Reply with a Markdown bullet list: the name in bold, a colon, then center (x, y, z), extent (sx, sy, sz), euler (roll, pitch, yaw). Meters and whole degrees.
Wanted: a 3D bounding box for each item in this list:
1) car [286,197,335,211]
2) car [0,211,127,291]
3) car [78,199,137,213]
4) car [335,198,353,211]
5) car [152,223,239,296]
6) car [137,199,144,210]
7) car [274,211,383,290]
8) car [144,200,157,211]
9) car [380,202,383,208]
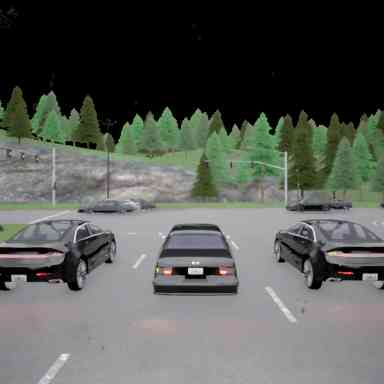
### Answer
- **car**: center (12.571, 1.352, 36.140), extent (4.553, 1.767, 2.097), euler (0, 0, -4)
- **car**: center (-3.401, 1.491, 9.000), extent (2.128, 1.511, 4.902), euler (0, 0, 0)
- **car**: center (-8.519, 1.547, 33.025), extent (5.357, 1.411, 2.033), euler (0, 0, -13)
- **car**: center (16.659, 1.492, 39.920), extent (4.902, 1.511, 2.128), euler (0, 0, -3)
- **car**: center (0.099, 1.547, 8.819), extent (2.033, 1.411, 5.357), euler (0, 0, 1)
- **car**: center (-7.976, 1.525, 36.663), extent (4.674, 1.442, 1.812), euler (0, 0, -12)
- **car**: center (3.601, 1.491, 9.094), extent (2.128, 1.511, 4.902), euler (0, 0, 1)
- **car**: center (-7.002, 1.547, 40.504), extent (5.357, 1.411, 2.033), euler (0, 0, -12)
- **car**: center (27.328, 1.505, 43.654), extent (4.892, 1.490, 1.837), euler (0, 0, 0)
